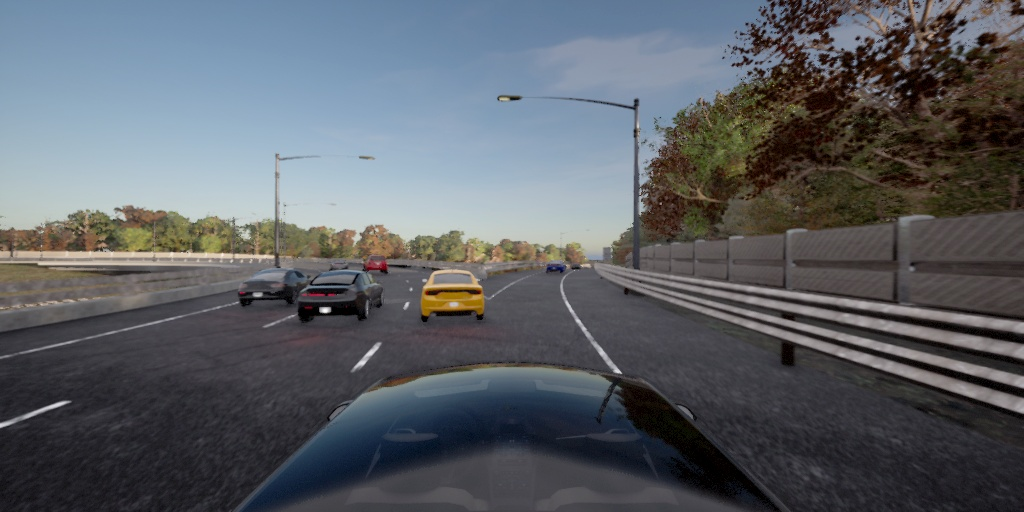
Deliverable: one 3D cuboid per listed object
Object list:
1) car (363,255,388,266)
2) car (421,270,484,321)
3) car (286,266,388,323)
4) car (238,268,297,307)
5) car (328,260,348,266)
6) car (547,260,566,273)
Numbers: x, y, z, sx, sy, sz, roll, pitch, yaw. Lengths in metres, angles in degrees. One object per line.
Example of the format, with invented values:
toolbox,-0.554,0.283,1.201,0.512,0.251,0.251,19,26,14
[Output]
car,-15.443,0.942,40.448,2.150,2.045,5.566,0,0,-27
car,-2.117,1.224,12.605,1.882,1.535,5.008,0,0,-11
car,-5.620,1.244,12.275,1.837,1.490,4.892,0,0,-11
car,-9.918,1.257,15.481,1.812,1.442,4.674,0,0,-13
car,-20.445,1.203,42.313,2.128,1.511,4.902,0,0,-29
car,5.351,1.239,43.087,1.882,1.535,5.008,0,0,13
